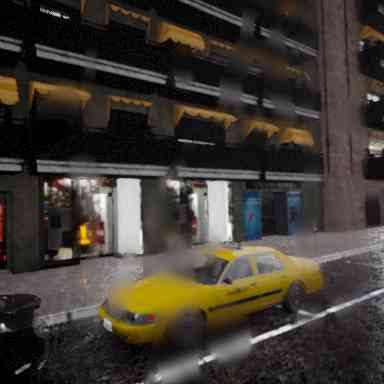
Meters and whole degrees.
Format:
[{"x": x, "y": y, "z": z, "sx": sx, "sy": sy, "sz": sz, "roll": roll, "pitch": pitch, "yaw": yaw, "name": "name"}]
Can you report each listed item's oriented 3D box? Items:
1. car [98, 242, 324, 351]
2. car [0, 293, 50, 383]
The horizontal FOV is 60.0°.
[{"x": 0.643, "y": 1.715, "z": 6.574, "sx": 4.829, "sy": 1.417, "sz": 1.752, "roll": -1, "pitch": -2, "yaw": -36, "name": "car"}, {"x": -3.819, "y": 1.790, "z": 3.323, "sx": 4.403, "sy": 1.369, "sz": 2.008, "roll": -1, "pitch": -2, "yaw": -36, "name": "car"}]
